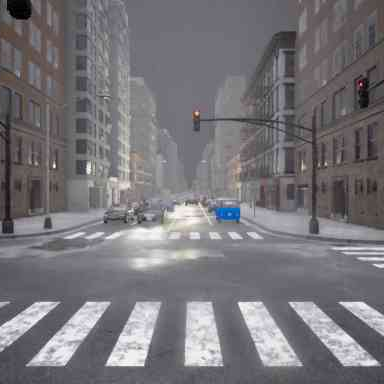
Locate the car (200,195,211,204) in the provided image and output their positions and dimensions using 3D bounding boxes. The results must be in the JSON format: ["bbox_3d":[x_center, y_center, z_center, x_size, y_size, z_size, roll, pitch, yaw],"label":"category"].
[{"bbox_3d":[2.583,1.422,64.785,1.967,1.590,4.097,0,0,0],"label":"car"}]

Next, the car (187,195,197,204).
[{"bbox_3d":[-0.055,1.459,65.145,1.882,1.535,5.008,0,0,0],"label":"car"}]

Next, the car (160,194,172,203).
[{"bbox_3d":[-5.447,1.292,70.455,2.192,1.841,5.009,0,0,0],"label":"car"}]

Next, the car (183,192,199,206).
[{"bbox_3d":[-0.047,1.341,55.113,2.097,1.767,4.553,0,0,0],"label":"car"}]

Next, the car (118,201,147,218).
[{"bbox_3d":[-5.414,1.543,30.682,1.887,1.381,4.507,0,0,0],"label":"car"}]

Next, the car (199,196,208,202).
[{"bbox_3d":[2.574,1.524,76.147,2.008,1.369,4.403,0,0,0],"label":"car"}]

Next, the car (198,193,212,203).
[{"bbox_3d":[2.593,1.305,53.422,2.192,1.841,5.009,0,0,0],"label":"car"}]

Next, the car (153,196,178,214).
[{"bbox_3d":[-2.880,1.476,35.739,1.882,1.535,5.008,0,0,0],"label":"car"}]

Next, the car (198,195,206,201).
[{"bbox_3d":[2.564,1.530,87.510,1.947,1.339,4.313,0,0,0],"label":"car"}]

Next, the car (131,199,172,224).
[{"bbox_3d":[-2.858,1.490,24.550,2.128,1.511,4.902,0,0,-1],"label":"car"}]

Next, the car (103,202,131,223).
[{"bbox_3d":[-5.410,1.549,25.000,2.008,1.369,4.403,0,0,0],"label":"car"}]

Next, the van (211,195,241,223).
[{"bbox_3d":[2.615,1.340,25.016,1.690,1.788,3.998,0,0,0],"label":"van"}]

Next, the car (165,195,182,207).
[{"bbox_3d":[-2.860,1.555,51.594,1.994,1.385,4.181,0,0,0],"label":"car"}]

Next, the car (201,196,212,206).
[{"bbox_3d":[2.597,1.576,47.741,1.802,1.307,4.206,0,0,0],"label":"car"}]

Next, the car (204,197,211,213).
[{"bbox_3d":[2.606,1.580,36.378,1.802,1.307,4.206,0,0,0],"label":"car"}]
